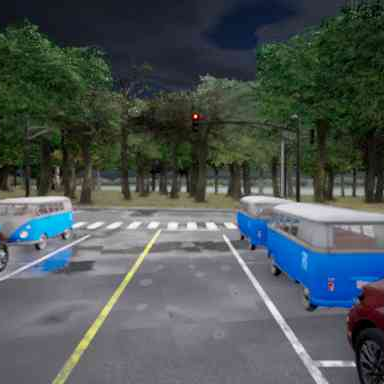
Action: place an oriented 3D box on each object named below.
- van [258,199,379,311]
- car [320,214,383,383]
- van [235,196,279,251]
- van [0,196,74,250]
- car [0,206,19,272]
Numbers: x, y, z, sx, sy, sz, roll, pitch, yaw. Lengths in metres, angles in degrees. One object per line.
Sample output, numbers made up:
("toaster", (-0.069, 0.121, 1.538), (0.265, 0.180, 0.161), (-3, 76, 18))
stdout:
("van", (2.721, 1.192, 7.108), (1.690, 1.788, 3.998), (0, 1, 0))
("car", (2.751, 1.277, 1.671), (2.192, 1.841, 5.009), (0, 1, 0))
("van", (2.690, 1.081, 12.545), (1.690, 1.788, 3.998), (0, 1, 0))
("van", (-5.835, 1.084, 12.497), (1.690, 1.788, 3.998), (0, 1, 0))
("car", (-5.804, 1.294, 7.062), (1.967, 1.590, 4.097), (0, 1, 0))
